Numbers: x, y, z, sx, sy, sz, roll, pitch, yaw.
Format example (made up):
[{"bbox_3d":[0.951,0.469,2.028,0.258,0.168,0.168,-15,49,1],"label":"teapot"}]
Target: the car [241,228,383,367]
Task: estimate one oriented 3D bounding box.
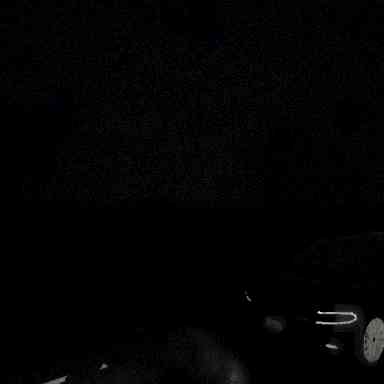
[{"bbox_3d":[2.985,1.472,6.017,5.008,1.535,1.882,0,0,-40],"label":"car"}]
